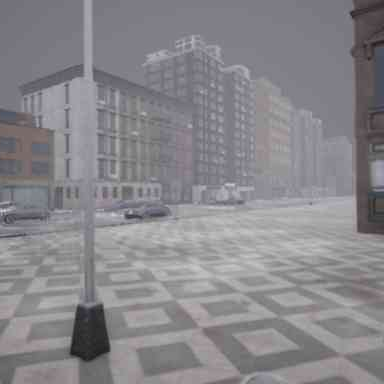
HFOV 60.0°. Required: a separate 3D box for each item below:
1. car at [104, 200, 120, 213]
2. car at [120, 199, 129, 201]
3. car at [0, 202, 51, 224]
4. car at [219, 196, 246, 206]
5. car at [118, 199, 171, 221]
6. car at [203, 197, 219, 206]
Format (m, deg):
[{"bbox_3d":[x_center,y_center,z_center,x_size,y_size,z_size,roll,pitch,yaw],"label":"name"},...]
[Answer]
[{"bbox_3d":[-7.935,1.585,38.241,1.812,1.442,4.674,-1,0,36],"label":"car"},{"bbox_3d":[-5.073,1.513,36.659,2.128,1.511,4.902,-1,0,35],"label":"car"},{"bbox_3d":[-13.053,1.615,25.443,1.994,1.385,4.181,-1,0,35],"label":"car"},{"bbox_3d":[6.882,1.462,53.300,1.882,1.535,5.008,-1,-1,35],"label":"car"},{"bbox_3d":[-3.559,1.529,27.243,1.994,1.385,4.181,-1,0,36],"label":"car"},{"bbox_3d":[3.611,1.542,54.322,1.812,1.442,4.674,-1,-1,36],"label":"car"}]
